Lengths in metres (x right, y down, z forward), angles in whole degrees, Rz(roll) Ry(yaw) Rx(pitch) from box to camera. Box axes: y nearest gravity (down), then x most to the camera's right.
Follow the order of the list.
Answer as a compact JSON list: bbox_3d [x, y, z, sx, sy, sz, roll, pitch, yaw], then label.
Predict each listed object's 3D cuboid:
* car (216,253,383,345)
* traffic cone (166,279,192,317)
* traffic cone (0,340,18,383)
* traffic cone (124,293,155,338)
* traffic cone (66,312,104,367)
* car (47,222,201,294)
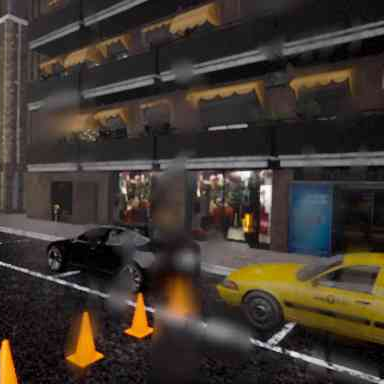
[{"bbox_3d":[2.698,1.512,5.067,4.829,1.417,1.752,2,1,35],"label":"car"},{"bbox_3d":[-0.231,1.861,5.954,0.340,0.580,0.340,2,1,35],"label":"traffic cone"},{"bbox_3d":[-1.963,1.859,3.504,0.340,0.580,0.340,2,1,35],"label":"traffic cone"},{"bbox_3d":[-0.808,1.860,5.138,0.340,0.580,0.340,2,1,35],"label":"traffic cone"},{"bbox_3d":[-1.385,1.860,4.321,0.340,0.580,0.340,2,1,35],"label":"traffic cone"},{"bbox_3d":[-1.776,1.401,8.230,4.313,1.339,1.947,2,1,35],"label":"car"}]
